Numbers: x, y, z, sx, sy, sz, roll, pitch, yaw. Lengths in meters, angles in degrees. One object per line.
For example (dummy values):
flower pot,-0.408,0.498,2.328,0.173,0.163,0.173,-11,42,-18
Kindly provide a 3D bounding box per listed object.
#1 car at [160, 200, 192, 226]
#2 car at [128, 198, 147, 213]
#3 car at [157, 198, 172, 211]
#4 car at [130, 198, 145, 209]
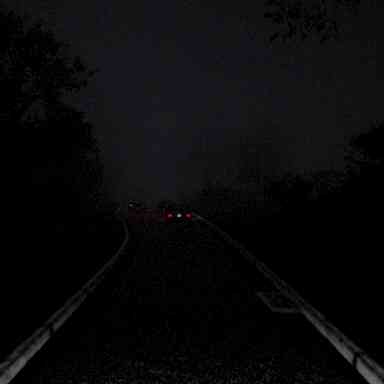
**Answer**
car,-1.043,1.558,23.742,2.033,1.411,5.357,0,0,-5
car,-6.117,1.542,37.348,1.812,1.442,4.674,0,0,-9
car,-3.321,1.511,42.093,2.128,1.511,4.902,0,0,-9
car,-7.595,1.583,46.536,1.994,1.385,4.181,0,0,-10
